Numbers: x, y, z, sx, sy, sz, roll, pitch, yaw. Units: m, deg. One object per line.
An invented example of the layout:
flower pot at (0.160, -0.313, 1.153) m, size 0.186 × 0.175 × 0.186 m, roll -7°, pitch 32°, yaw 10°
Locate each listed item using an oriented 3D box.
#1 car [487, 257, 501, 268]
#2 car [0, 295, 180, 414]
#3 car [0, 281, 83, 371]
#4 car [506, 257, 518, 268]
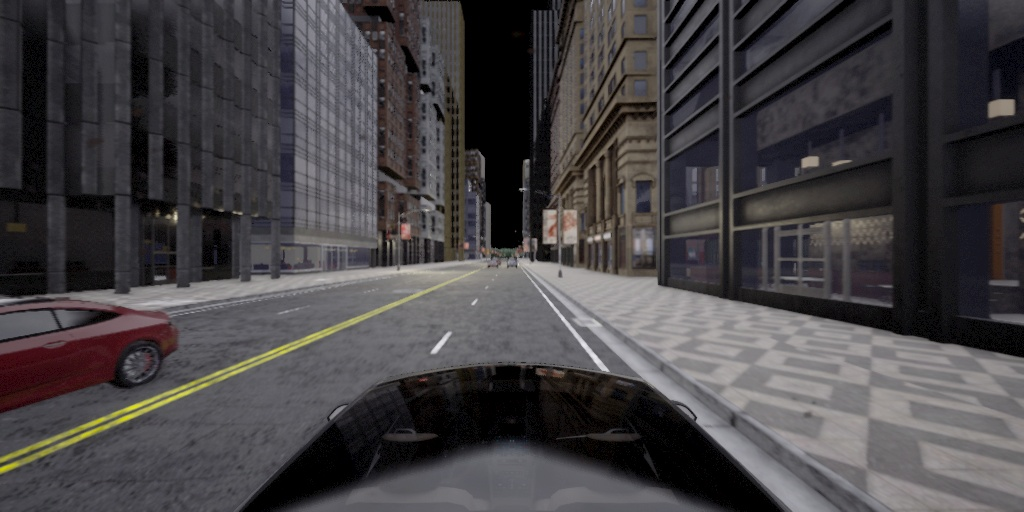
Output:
car at (-3.225, 1.334, 60.775) m, size 2.033 × 1.411 × 5.357 m, roll 0°, pitch 0°, yaw 0°
car at (-6.579, 1.277, 4.216) m, size 1.812 × 1.442 × 4.674 m, roll 0°, pitch 0°, yaw 0°
car at (-9.829, 1.257, 4.998) m, size 1.837 × 1.490 × 4.892 m, roll 0°, pitch 0°, yaw 0°
car at (0.025, 1.334, 60.774) m, size 2.033 × 1.411 × 5.357 m, roll 0°, pitch 0°, yaw 0°
